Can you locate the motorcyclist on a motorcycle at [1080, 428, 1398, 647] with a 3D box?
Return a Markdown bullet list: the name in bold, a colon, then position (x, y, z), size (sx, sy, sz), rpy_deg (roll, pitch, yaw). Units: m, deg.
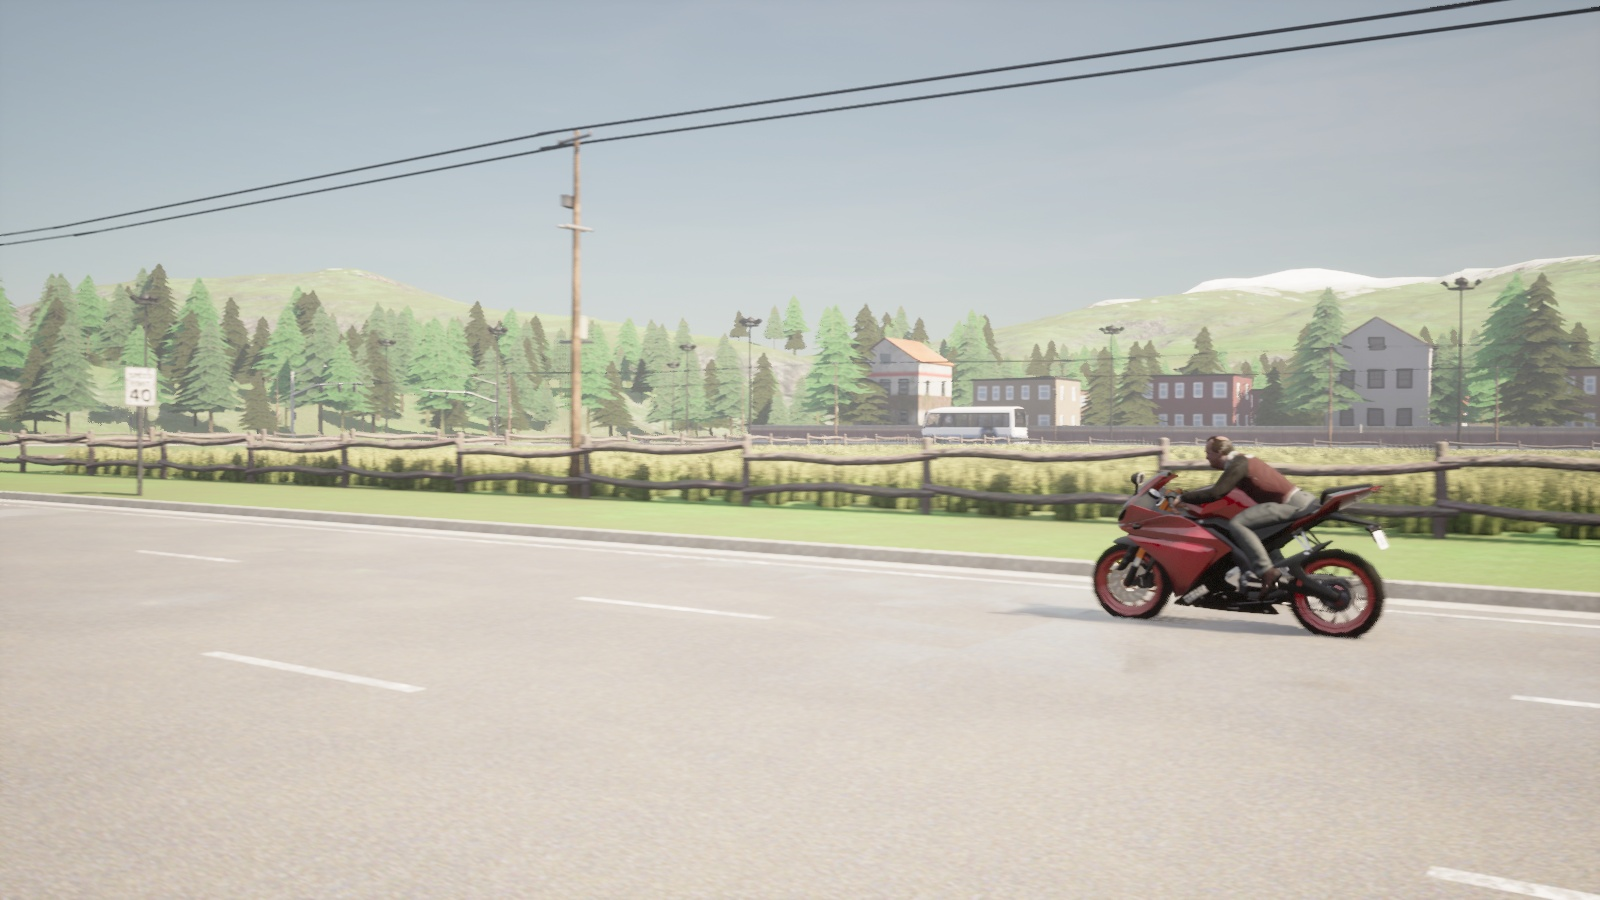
- **motorcyclist on a motorcycle**: position (3.388, 0.607, 9.777), size (2.191, 1.530, 0.866), rpy_deg (0, 1, 34)
